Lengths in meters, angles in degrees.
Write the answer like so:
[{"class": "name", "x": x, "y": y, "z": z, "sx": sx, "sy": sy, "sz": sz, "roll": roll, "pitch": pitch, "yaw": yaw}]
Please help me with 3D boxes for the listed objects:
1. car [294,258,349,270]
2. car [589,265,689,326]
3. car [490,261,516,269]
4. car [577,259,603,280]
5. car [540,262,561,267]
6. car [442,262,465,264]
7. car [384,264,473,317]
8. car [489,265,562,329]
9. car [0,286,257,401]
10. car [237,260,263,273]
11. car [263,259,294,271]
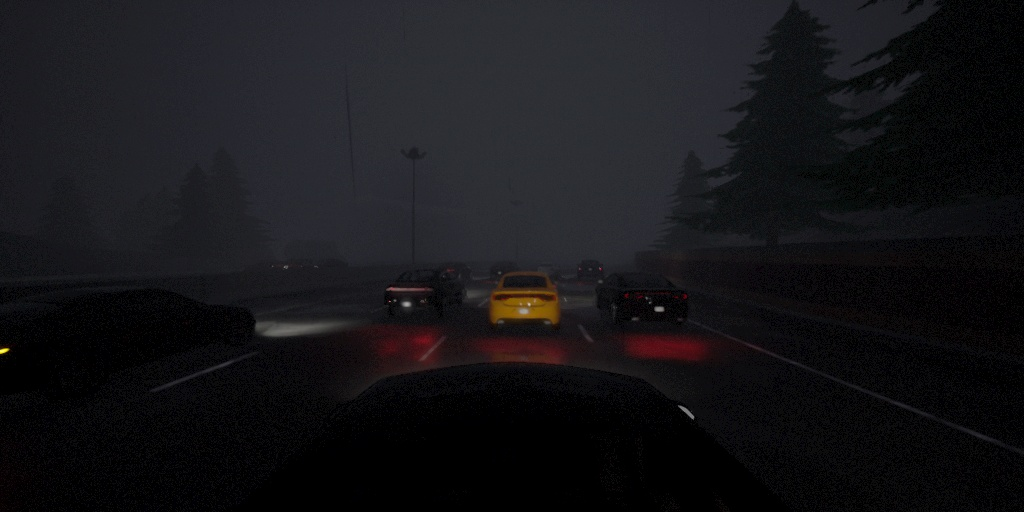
[{"class": "car", "x": -17.794, "y": 0.916, "z": 34.297, "sx": 1.882, "sy": 1.535, "sz": 5.008, "roll": 0, "pitch": 0, "yaw": 12}, {"class": "car", "x": 3.974, "y": 1.218, "z": 11.763, "sx": 1.882, "sy": 1.535, "sz": 5.008, "roll": 0, "pitch": 0, "yaw": 4}, {"class": "car", "x": -0.487, "y": 1.165, "z": 30.603, "sx": 1.882, "sy": 1.535, "sz": 5.008, "roll": 0, "pitch": 0, "yaw": 11}, {"class": "car", "x": 6.636, "y": 1.060, "z": 30.424, "sx": 2.097, "sy": 1.767, "sz": 4.553, "roll": 0, "pitch": 0, "yaw": 12}, {"class": "car", "x": 3.157, "y": 1.223, "z": 30.938, "sx": 1.812, "sy": 1.442, "sz": 4.674, "roll": 0, "pitch": 0, "yaw": 12}, {"class": "car", "x": -4.508, "y": 1.186, "z": 28.248, "sx": 1.837, "sy": 1.490, "sz": 4.892, "roll": 0, "pitch": 0, "yaw": 10}, {"class": "car", "x": -2.940, "y": 1.210, "z": 12.998, "sx": 2.128, "sy": 1.511, "sz": 4.902, "roll": 0, "pitch": 0, "yaw": 4}, {"class": "car", "x": 0.432, "y": 1.209, "z": 11.290, "sx": 1.882, "sy": 1.535, "sz": 5.008, "roll": 0, "pitch": 0, "yaw": 3}, {"class": "car", "x": -6.790, "y": 1.247, "z": 6.248, "sx": 1.812, "sy": 1.442, "sz": 4.674, "roll": 0, "pitch": 0, "yaw": 1}, {"class": "car", "x": -24.650, "y": 1.114, "z": 35.717, "sx": 2.128, "sy": 1.511, "sz": 4.902, "roll": 0, "pitch": 0, "yaw": 12}, {"class": "car", "x": -21.216, "y": 1.039, "z": 35.037, "sx": 2.097, "sy": 1.767, "sz": 4.553, "roll": 0, "pitch": 0, "yaw": 12}]
